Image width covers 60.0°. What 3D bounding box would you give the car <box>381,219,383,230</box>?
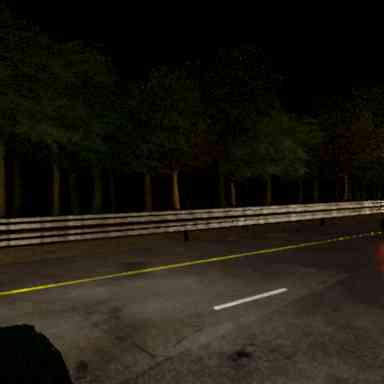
[{"bbox_3d":[11.094,1.449,15.912,4.718,1.301,1.895,-1,0,-35],"label":"car"}]

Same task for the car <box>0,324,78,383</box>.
[{"bbox_3d":[-2.973,1.613,1.625,4.718,1.301,1.895,-1,0,-36],"label":"car"}]
